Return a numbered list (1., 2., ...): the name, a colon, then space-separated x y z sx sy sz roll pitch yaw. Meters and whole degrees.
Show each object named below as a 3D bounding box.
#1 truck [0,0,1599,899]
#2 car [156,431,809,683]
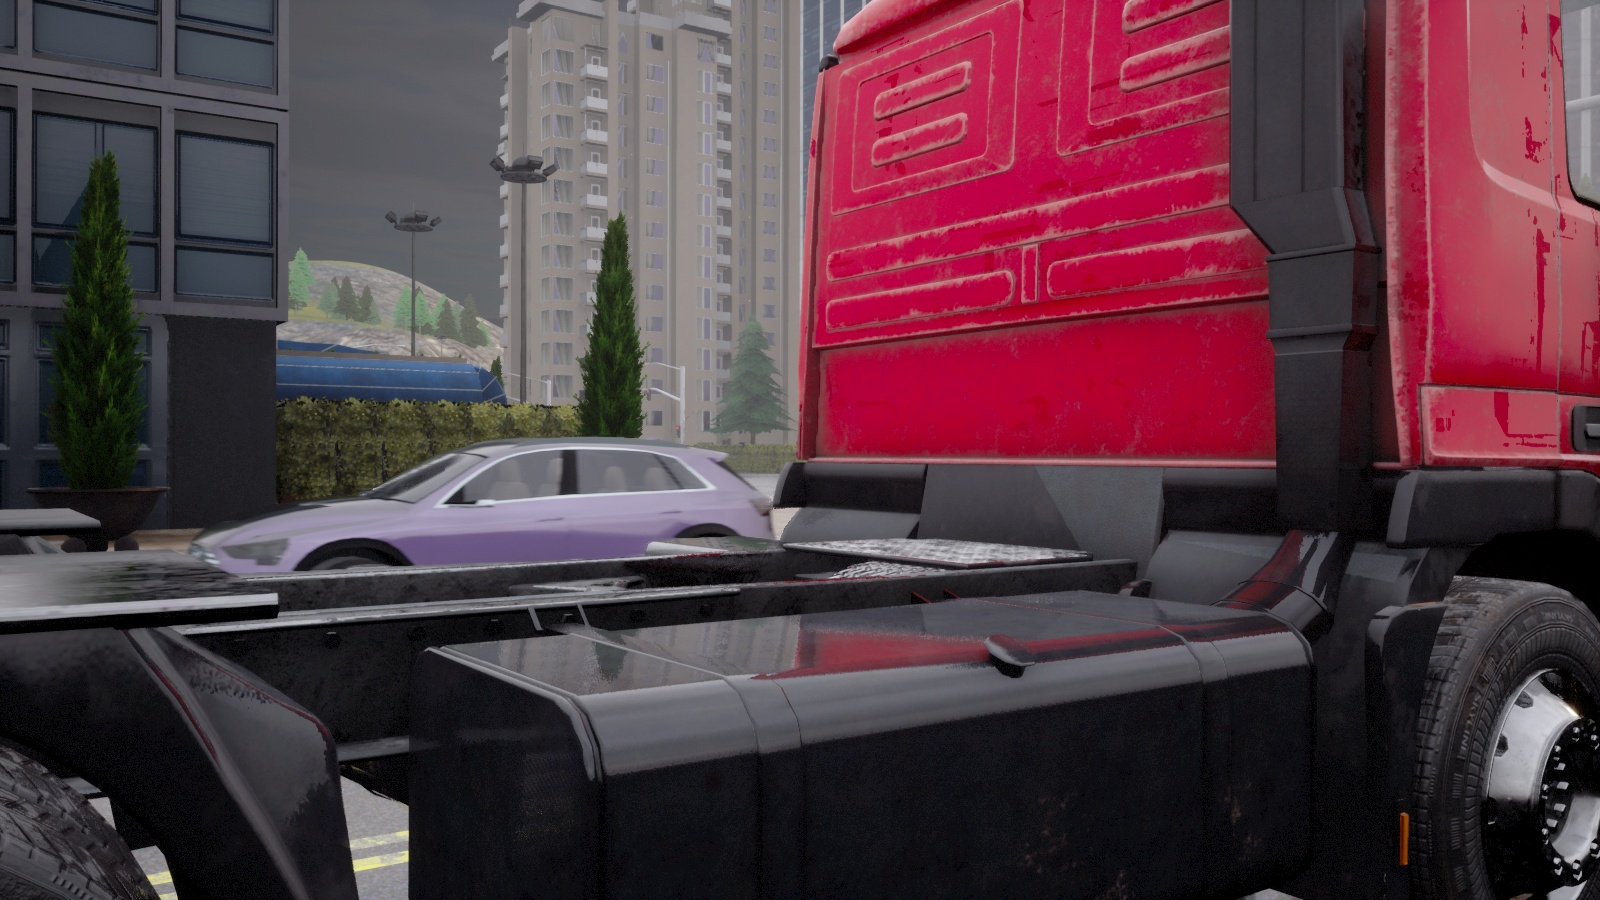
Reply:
1. truck: -0.663 -0.228 3.201 7.936 3.462 2.891 0 0 -35
2. car: -2.500 0.706 10.445 4.856 1.649 2.033 0 0 -35
